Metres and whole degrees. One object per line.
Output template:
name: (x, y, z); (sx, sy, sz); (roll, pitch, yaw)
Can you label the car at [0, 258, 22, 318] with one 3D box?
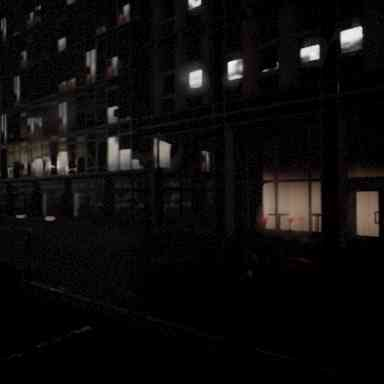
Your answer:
car: (-4.890, 1.566, 6.224); (4.313, 1.339, 1.947); (0, -1, 36)
